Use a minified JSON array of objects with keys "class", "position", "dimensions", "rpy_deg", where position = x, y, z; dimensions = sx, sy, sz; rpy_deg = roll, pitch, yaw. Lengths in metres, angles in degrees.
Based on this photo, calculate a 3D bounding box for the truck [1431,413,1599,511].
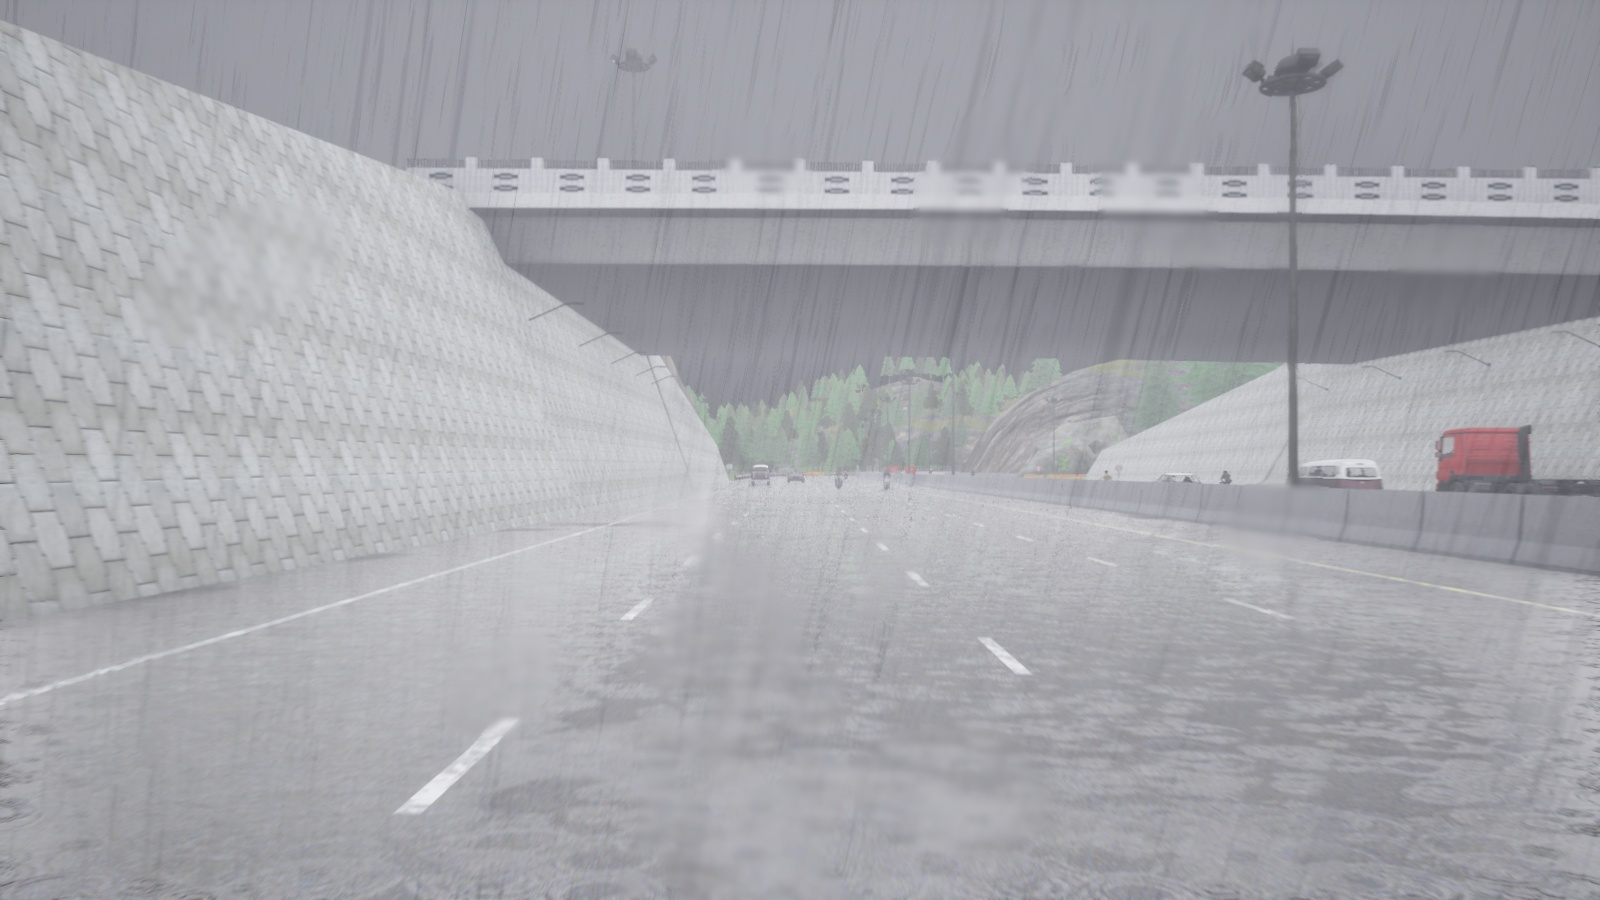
[{"class":"truck","position":[27.879,0.480,48.581],"dimensions":[2.891,3.462,7.936],"rpy_deg":[0,-1,0]}]

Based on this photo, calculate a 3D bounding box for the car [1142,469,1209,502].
[{"class":"car","position":[17.360,1.620,58.221],"dimensions":[1.970,1.475,3.806],"rpy_deg":[0,-1,0]}]

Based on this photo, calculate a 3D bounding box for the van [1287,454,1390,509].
[{"class":"van","position":[20.881,1.219,48.937],"dimensions":[2.069,2.038,4.480],"rpy_deg":[0,-1,0]}]
